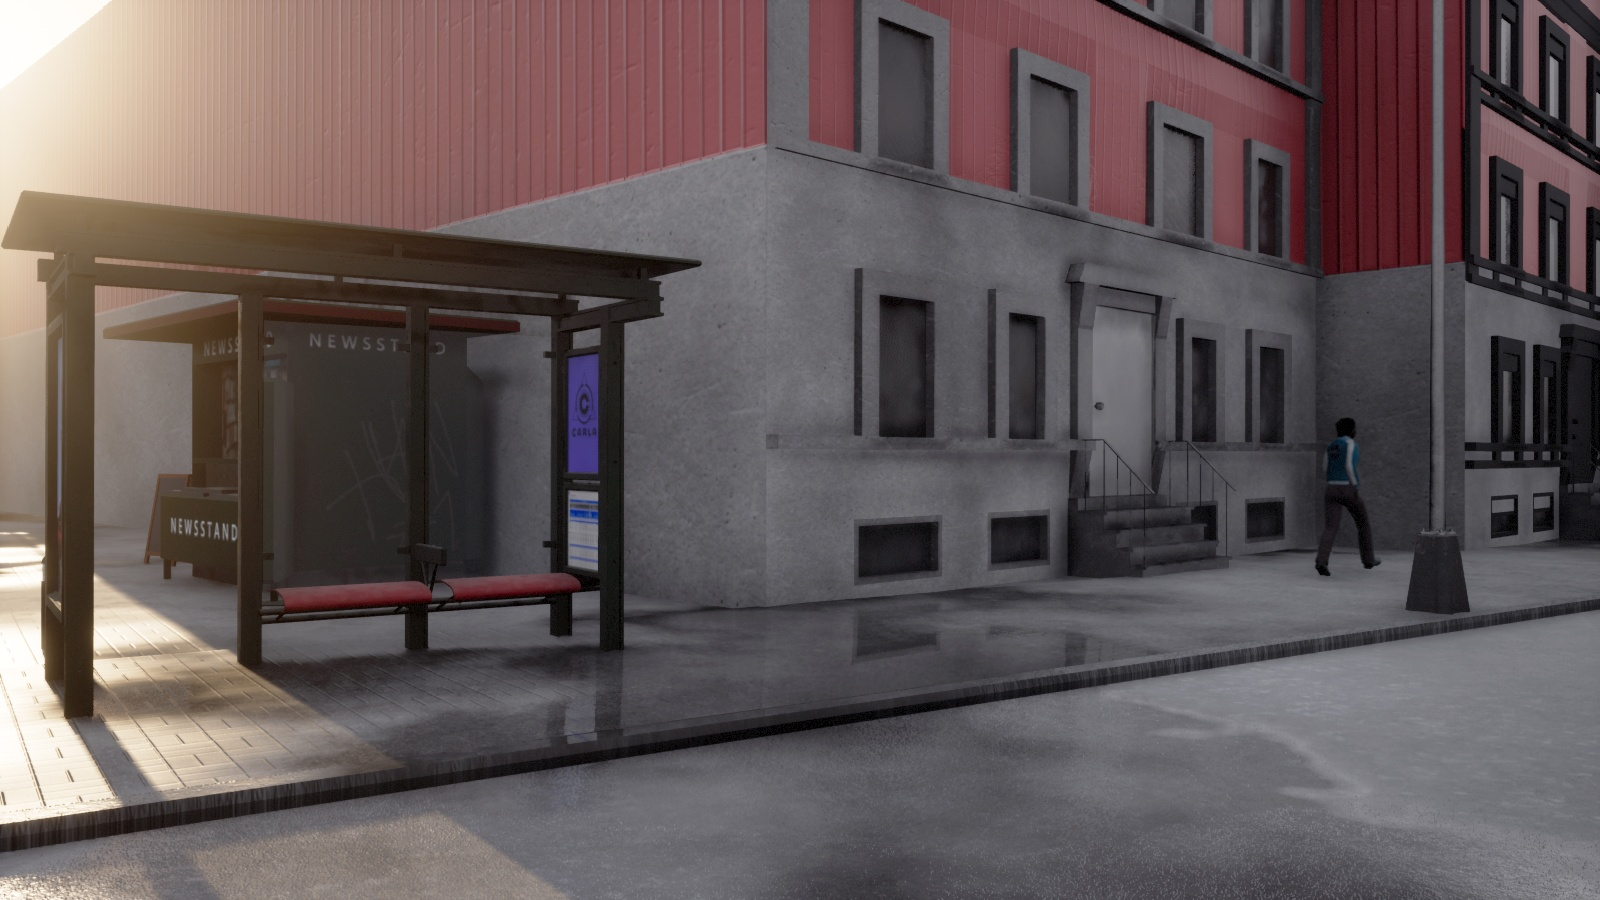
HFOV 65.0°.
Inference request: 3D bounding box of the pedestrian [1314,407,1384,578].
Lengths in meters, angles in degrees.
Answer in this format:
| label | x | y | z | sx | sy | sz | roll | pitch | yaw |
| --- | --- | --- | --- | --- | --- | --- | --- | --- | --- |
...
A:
| label | x | y | z | sx | sy | sz | roll | pitch | yaw |
| --- | --- | --- | --- | --- | --- | --- | --- | --- | --- |
| pedestrian | 6.337 | 0.477 | 14.502 | 0.692 | 1.930 | 0.396 | 0 | 0 | -29 |
